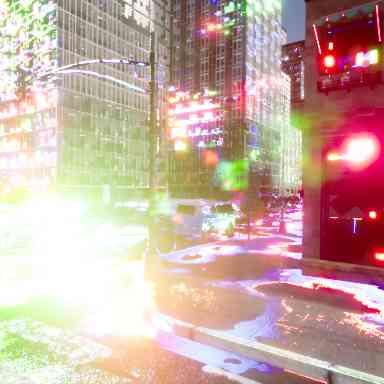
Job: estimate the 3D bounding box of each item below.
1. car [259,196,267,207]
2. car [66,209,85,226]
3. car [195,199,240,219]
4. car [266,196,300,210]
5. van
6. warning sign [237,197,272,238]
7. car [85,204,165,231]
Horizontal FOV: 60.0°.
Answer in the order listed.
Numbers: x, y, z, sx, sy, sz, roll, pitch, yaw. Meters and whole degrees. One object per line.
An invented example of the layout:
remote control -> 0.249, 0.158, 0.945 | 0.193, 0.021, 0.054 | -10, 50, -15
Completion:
car -> 9.875, 1.293, 44.465 | 1.967, 1.590, 4.097 | 1, 1, 35
car -> -6.084, 1.467, 21.871 | 1.947, 1.339, 4.313 | 1, 1, 35
car -> 2.366, 1.445, 29.344 | 1.812, 1.442, 4.674 | 1, 1, 35
car -> 11.687, 1.371, 42.479 | 1.882, 1.535, 5.008 | 1, 0, 36
van -> 0.763, 1.368, 17.034 | 1.690, 1.788, 3.998 | 1, 1, 35
warning sign -> 3.048, 1.177, 16.147 | 1.300, 1.860, 1.060 | 1, 1, 35
car -> -3.867, 1.540, 20.522 | 1.895, 1.301, 4.718 | 1, 1, 35
